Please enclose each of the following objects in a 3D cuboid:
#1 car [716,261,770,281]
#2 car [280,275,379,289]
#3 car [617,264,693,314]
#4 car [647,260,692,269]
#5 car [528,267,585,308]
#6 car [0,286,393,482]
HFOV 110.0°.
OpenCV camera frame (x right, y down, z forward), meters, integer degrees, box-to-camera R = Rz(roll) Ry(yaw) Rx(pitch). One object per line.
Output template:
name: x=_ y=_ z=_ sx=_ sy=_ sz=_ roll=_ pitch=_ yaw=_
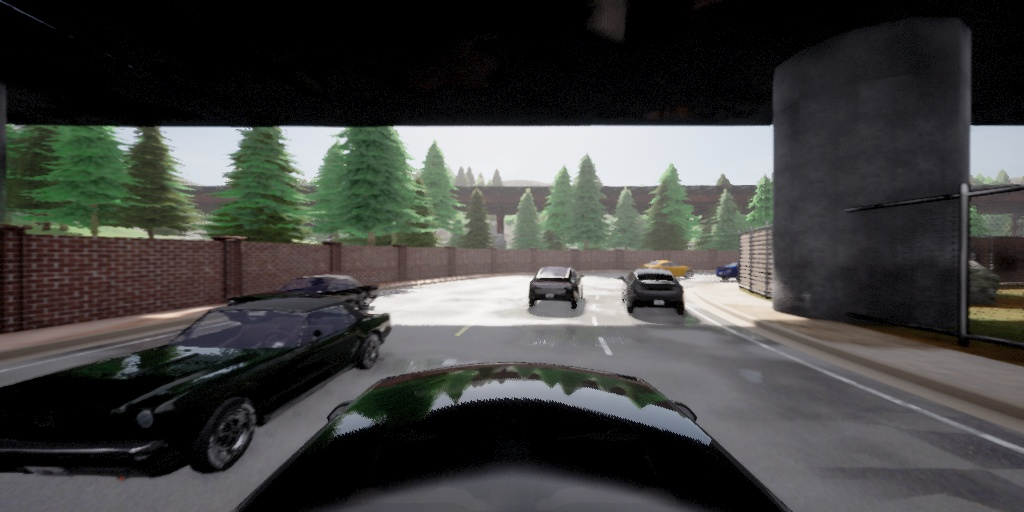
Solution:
car: x=18.217 y=1.153 z=27.348 sx=5.008 sy=1.535 sz=1.882 roll=0 pitch=0 yaw=-6
car: x=-6.240 y=1.292 z=11.340 sx=1.895 sy=1.301 sz=4.718 roll=0 pitch=0 yaw=10
car: x=5.202 y=1.213 z=13.638 sx=1.837 sy=1.490 sz=4.892 roll=0 pitch=0 yaw=14
car: x=12.813 y=1.129 z=29.887 sx=5.008 sy=1.535 sz=1.882 roll=0 pitch=0 yaw=-24
car: x=1.924 y=1.185 z=14.913 sx=2.128 sy=1.511 sz=4.902 roll=0 pitch=0 yaw=14
car: x=-3.421 y=1.328 z=4.941 sx=1.895 sy=1.301 sz=4.718 roll=0 pitch=0 yaw=3
